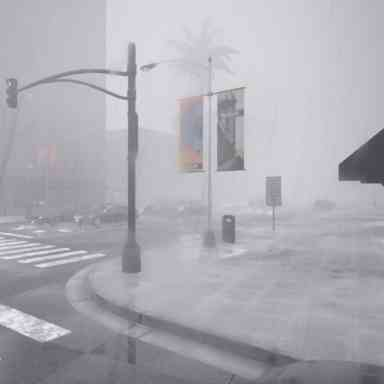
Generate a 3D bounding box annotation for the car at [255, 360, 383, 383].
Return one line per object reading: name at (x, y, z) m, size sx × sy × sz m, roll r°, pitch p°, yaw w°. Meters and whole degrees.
car at (2.147, 1.551, 1.315) m, size 4.403 × 1.369 × 2.008 m, roll 0°, pitch 0°, yaw 36°

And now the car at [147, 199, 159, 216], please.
car at (-2.706, 1.388, 32.455) m, size 2.097 × 1.767 × 4.553 m, roll 0°, pitch 0°, yaw 35°

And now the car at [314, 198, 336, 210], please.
car at (17.577, 1.585, 43.947) m, size 2.128 × 1.511 × 4.902 m, roll 0°, pitch 0°, yaw 35°

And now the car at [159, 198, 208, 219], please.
car at (-0.479, 1.388, 29.975) m, size 2.097 × 1.767 × 4.553 m, roll 0°, pitch 0°, yaw 35°

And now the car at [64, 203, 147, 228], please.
car at (-5.708, 1.512, 22.566) m, size 2.128 × 1.511 × 4.902 m, roll 0°, pitch 0°, yaw 35°

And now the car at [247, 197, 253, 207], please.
car at (10.521, 1.312, 51.051) m, size 2.150 × 2.045 × 5.566 m, roll 0°, pitch 0°, yaw 36°

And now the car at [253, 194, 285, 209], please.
car at (11.015, 1.303, 46.178) m, size 2.150 × 2.045 × 5.566 m, roll 0°, pitch 0°, yaw 36°

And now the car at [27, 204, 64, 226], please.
car at (-8.825, 1.563, 23.795) m, size 2.033 × 1.411 × 5.357 m, roll 0°, pitch 0°, yaw 35°
